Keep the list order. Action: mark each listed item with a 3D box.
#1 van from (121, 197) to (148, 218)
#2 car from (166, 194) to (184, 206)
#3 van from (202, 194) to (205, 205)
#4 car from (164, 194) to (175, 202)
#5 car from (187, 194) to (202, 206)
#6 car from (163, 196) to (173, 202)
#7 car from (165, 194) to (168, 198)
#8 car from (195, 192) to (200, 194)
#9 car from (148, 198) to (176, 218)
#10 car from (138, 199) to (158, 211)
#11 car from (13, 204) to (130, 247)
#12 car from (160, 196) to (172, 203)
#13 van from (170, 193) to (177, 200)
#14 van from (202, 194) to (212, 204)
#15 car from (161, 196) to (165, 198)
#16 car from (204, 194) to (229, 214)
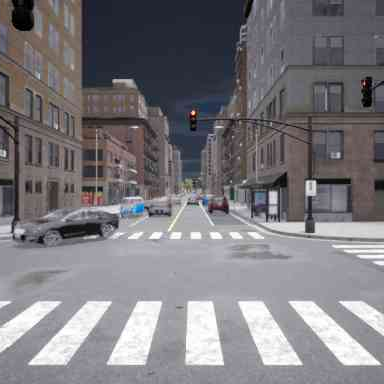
[{"bbox_3d":[-5.351,1.338,29.985,1.690,1.788,3.998,0,0,0],"label":"van"},{"bbox_3d":[-2.700,1.518,53.313,1.812,1.442,4.674,0,0,1],"label":"car"},{"bbox_3d":[2.790,1.334,51.595,1.690,1.788,3.998,0,0,0],"label":"van"},{"bbox_3d":[-5.241,1.302,78.641,2.192,1.841,5.009,0,0,0],"label":"car"},{"bbox_3d":[0.165,1.556,55.492,1.994,1.385,4.181,0,0,1],"label":"car"},{"bbox_3d":[-5.253,1.554,73.235,1.947,1.339,4.313,0,0,0],"label":"car"},{"bbox_3d":[-5.278,1.516,62.253,1.752,1.417,4.829,0,0,0],"label":"car"},{"bbox_3d":[2.429,1.338,84.891,2.097,1.767,4.553,0,0,0],"label":"car"},{"bbox_3d":[-2.794,1.560,30.349,1.994,1.385,4.181,0,0,0],"label":"car"},{"bbox_3d":[-5.326,1.561,40.797,1.947,1.339,4.313,0,0,0],"label":"car"},{"bbox_3d":[-5.544,1.496,15.316,2.128,1.511,4.902,0,0,36],"label":"car"},{"bbox_3d":[-5.265,1.540,67.828,2.008,1.369,4.403,0,0,0],"label":"car"},{"bbox_3d":[-5.204,1.324,94.860,1.690,1.788,3.998,0,0,0],"label":"van"},{"bbox_3d":[2.802,1.331,62.408,1.690,1.788,3.998,0,0,0],"label":"van"},{"bbox_3d":[-5.314,1.538,46.203,1.887,1.381,4.507,0,0,0],"label":"car"},{"bbox_3d":[2.773,1.311,35.376,2.192,1.841,5.009,0,0,0],"label":"car"}]
